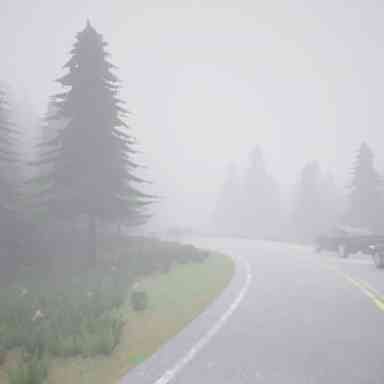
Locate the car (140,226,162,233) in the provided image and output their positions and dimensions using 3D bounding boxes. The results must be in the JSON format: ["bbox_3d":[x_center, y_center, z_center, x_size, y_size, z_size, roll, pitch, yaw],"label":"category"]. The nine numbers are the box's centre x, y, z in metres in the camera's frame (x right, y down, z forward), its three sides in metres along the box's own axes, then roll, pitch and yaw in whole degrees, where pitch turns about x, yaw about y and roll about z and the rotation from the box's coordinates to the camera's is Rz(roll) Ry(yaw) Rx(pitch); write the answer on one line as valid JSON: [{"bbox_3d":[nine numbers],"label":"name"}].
[{"bbox_3d":[-5.725,5.243,43.807,1.812,1.442,4.674,-1,-5,-17],"label":"car"}]

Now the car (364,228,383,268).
[{"bbox_3d":[7.776,2.053,11.221,1.837,1.490,4.892,-1,-5,9],"label":"car"}]

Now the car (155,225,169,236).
[{"bbox_3d":[-4.640,5.887,51.102,2.033,1.411,5.357,0,-5,-5],"label":"car"}]

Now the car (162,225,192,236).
[{"bbox_3d":[-1.671,4.845,41.408,1.882,1.535,5.008,0,-5,-24],"label":"car"}]

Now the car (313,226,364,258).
[{"bbox_3d":[8.142,2.555,17.686,1.882,1.535,5.008,0,-5,-2],"label":"car"}]
